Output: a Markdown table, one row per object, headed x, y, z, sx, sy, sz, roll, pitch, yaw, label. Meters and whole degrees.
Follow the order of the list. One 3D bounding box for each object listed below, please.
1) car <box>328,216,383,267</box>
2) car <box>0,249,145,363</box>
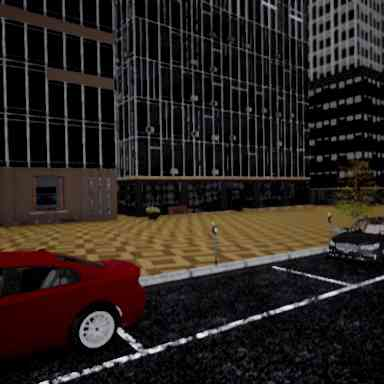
| x | y | z | sx | sy | sz | roll | pitch | yaw | label |
| --- | --- | --- | --- | --- | --- | --- | --- | --- | --- |
| 6.313 | 1.512 | 11.069 | 4.403 | 1.369 | 2.008 | 0 | -1 | -35 | car |
| -2.850 | 1.544 | 4.540 | 4.507 | 1.381 | 1.887 | 0 | -1 | -35 | car |
